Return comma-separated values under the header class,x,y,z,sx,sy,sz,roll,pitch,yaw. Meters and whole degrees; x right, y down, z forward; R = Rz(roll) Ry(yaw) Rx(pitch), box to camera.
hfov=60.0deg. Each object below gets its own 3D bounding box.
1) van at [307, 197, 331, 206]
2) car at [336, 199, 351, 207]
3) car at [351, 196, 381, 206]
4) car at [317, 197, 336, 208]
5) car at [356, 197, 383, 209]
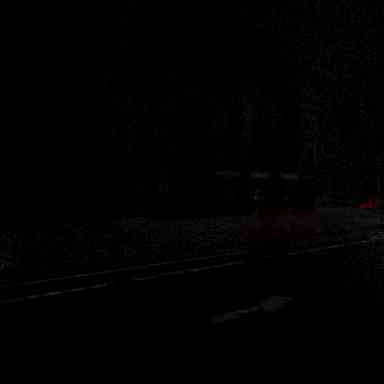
class,x,y,z,sx,sy,sz,roll,pitch,yaw
van,25.009,1.861,65.634,1.690,1.788,3.998,-1,0,-35
car,27.956,2.034,61.483,1.802,1.307,4.206,-1,0,-35
car,30.891,1.698,57.333,2.192,1.841,5.009,-1,0,-35
car,21.220,2.029,56.219,2.008,1.369,4.403,-1,0,-35
car,26.977,1.869,48.114,1.752,1.417,4.829,-1,0,-35
